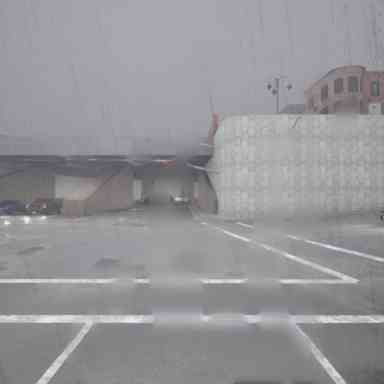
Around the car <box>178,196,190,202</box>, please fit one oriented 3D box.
[{"bbox_3d":[-2.265,1.524,75.136,1.812,1.442,4.674,0,0,28],"label":"car"}]

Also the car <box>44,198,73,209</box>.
[{"bbox_3d":[-18.709,1.547,46.846,2.033,1.411,5.357,0,0,-2],"label":"car"}]

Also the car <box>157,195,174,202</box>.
[{"bbox_3d":[-5.945,1.500,75.392,1.837,1.490,4.892,0,0,24],"label":"car"}]

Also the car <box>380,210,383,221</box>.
[{"bbox_3d":[12.789,0.873,18.181,4.674,1.442,1.812,-7,0,-1],"label":"car"}]

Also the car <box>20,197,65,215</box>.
[{"bbox_3d":[-14.844,1.352,33.386,2.097,1.767,4.553,0,0,-2],"label":"car"}]

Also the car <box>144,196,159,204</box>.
[{"bbox_3d":[-8.093,1.547,64.960,2.033,1.411,5.357,0,0,4],"label":"car"}]

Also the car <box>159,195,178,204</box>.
[{"bbox_3d":[-4.573,1.491,65.123,2.128,1.511,4.902,0,0,4],"label":"car"}]

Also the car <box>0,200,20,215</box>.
[{"bbox_3d":[-18.356,1.526,33.706,1.812,1.442,4.674,0,0,-2],"label":"car"}]
